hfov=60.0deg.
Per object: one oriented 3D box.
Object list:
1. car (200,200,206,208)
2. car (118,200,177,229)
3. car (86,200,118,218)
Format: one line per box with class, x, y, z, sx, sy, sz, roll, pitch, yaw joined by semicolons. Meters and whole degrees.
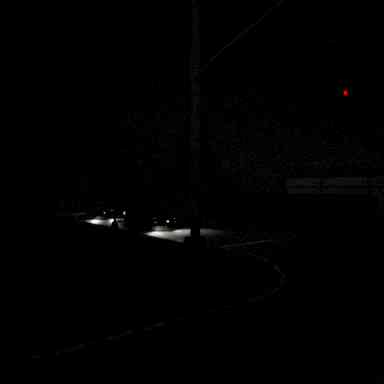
car;3.097;1.563;47.418;4.181;1.385;1.994;0;0;-39
car;-2.860;1.505;21.838;1.837;1.490;4.892;0;0;-36
car;-8.386;1.505;30.084;1.837;1.490;4.892;0;0;-26
